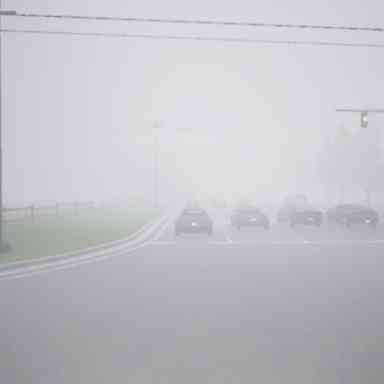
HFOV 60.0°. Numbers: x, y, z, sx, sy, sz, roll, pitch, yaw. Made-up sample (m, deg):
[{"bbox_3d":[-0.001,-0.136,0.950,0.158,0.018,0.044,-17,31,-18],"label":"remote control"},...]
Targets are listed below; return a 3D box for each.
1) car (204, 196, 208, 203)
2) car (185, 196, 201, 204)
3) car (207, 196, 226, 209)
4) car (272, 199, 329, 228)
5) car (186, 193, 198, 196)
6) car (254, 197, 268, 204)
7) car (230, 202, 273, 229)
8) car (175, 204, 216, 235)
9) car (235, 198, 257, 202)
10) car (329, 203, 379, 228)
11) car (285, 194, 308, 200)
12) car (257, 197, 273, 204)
[{"bbox_3d":[3.502,1.528,67.872,2.128,1.511,4.902,0,0,0],"label":"car"},{"bbox_3d":[0.100,1.563,40.744,2.033,1.411,5.357,0,0,0],"label":"car"},{"bbox_3d":[3.599,1.581,46.768,1.994,1.385,4.181,0,0,0],"label":"car"},{"bbox_3d":[7.099,1.486,22.412,1.882,1.535,5.008,0,0,0],"label":"car"},{"bbox_3d":[0.002,1.249,68.158,2.150,2.045,5.566,0,0,0],"label":"car"},{"bbox_3d":[14.002,1.621,67.926,1.895,1.301,4.718,0,0,0],"label":"car"},{"bbox_3d":[3.598,1.572,21.452,1.994,1.385,4.181,0,0,0],"label":"car"},{"bbox_3d":[0.101,1.571,18.653,1.994,1.385,4.181,0,0,0],"label":"car"},{"bbox_3d":[7.099,1.508,46.119,2.128,1.511,4.902,0,0,0],"label":"car"},{"bbox_3d":[10.600,1.513,22.458,1.837,1.490,4.892,0,0,0],"label":"car"},{"bbox_3d":[14.102,1.238,45.508,2.150,2.045,5.566,0,0,0],"label":"car"},{"bbox_3d":[10.588,1.543,47.300,1.812,1.442,4.674,0,0,0],"label":"car"}]
